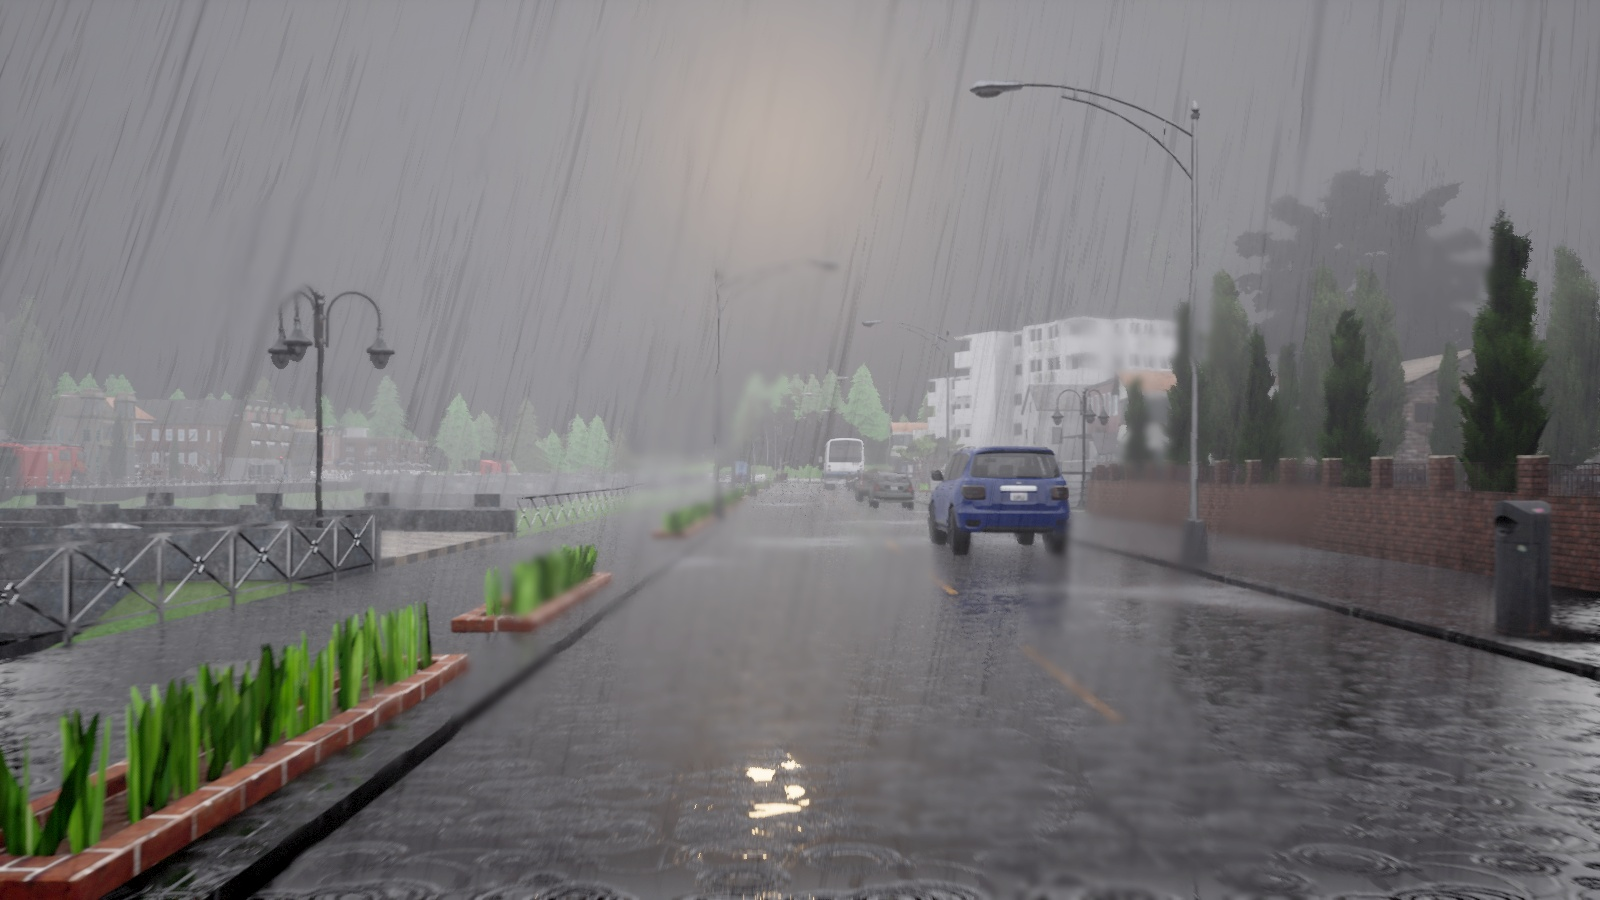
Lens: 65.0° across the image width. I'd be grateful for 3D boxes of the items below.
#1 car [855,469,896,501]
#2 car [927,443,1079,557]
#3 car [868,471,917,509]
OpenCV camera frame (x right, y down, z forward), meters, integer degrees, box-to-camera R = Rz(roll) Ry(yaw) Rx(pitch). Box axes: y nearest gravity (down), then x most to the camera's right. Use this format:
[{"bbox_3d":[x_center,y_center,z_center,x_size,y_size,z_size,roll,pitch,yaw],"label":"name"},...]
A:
[{"bbox_3d":[3.849,1.774,64.322,1.851,1.617,3.988,0,-1,0],"label":"car"},{"bbox_3d":[3.940,0.943,25.399,2.150,2.045,5.566,0,-1,0],"label":"car"},{"bbox_3d":[3.875,1.669,53.237,1.789,1.549,3.705,0,-1,0],"label":"car"}]
